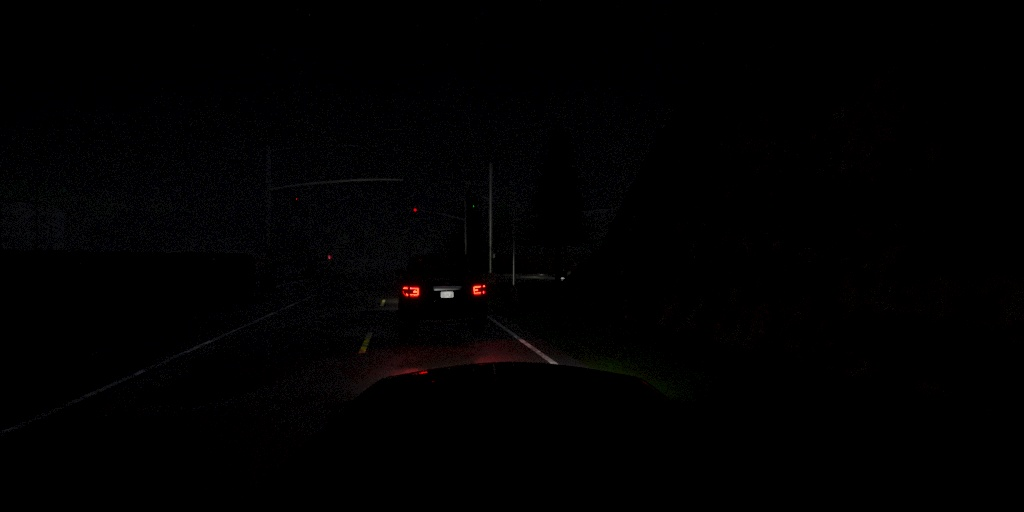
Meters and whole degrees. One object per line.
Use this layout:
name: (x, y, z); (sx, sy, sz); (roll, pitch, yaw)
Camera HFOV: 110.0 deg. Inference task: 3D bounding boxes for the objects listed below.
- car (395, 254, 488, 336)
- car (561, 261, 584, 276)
car: (-2.230, 0.971, 10.718); (2.150, 2.045, 5.566); (0, 0, -16)
car: (6.659, 1.227, 35.261); (5.008, 1.535, 1.882); (0, 0, -19)
